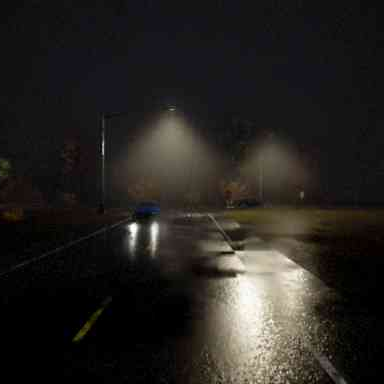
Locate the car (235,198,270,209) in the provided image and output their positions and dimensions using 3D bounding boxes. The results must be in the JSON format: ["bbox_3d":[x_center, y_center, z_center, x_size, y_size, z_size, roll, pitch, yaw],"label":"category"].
[{"bbox_3d":[8.054,1.528,44.373,4.674,1.442,1.812,0,0,-1],"label":"car"}]

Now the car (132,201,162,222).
[{"bbox_3d":[-3.552,1.469,26.639,1.882,1.535,5.008,0,0,0],"label":"car"}]
